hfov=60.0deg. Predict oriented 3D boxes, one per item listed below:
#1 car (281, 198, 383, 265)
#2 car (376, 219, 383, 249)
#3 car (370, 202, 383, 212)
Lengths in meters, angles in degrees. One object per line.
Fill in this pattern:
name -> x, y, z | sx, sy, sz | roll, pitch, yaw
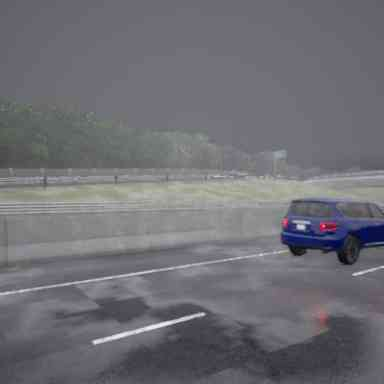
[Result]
car -> 5.618, 1.273, 12.093 | 5.566, 2.045, 2.150 | 2, -1, -36
car -> 7.427, 1.548, 9.100 | 4.902, 1.511, 2.128 | 1, 0, -35
car -> 28.658, 2.192, 49.344 | 4.674, 1.442, 1.812 | 1, -1, -33
